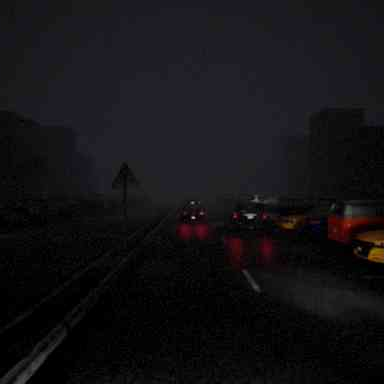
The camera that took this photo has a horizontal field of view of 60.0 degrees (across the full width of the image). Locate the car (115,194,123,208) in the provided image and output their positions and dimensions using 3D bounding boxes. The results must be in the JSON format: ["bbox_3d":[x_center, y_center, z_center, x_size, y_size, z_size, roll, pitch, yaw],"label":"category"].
[{"bbox_3d":[-12.541,1.251,44.865,5.566,2.045,2.435,0,0,0],"label":"car"}]

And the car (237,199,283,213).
[{"bbox_3d":[7.656,1.525,37.808,4.792,1.488,2.163,0,0,0],"label":"car"}]

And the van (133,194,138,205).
[{"bbox_3d":[-12.446,1.349,58.760,4.442,1.987,1.878,0,0,0],"label":"van"}]

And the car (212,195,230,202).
[{"bbox_3d":[7.578,1.659,87.442,4.553,1.767,2.185,0,0,0],"label":"car"}]

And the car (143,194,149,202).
[{"bbox_3d":[-12.529,1.401,69.753,5.566,2.045,2.435,0,0,0],"label":"car"}]

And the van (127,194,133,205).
[{"bbox_3d":[-12.681,1.333,55.983,4.442,1.987,1.878,0,0,0],"label":"van"}]

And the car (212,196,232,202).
[{"bbox_3d":[7.617,1.768,84.679,4.892,1.521,2.231,0,0,0],"label":"car"}]

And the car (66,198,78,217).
[{"bbox_3d":[-12.574,1.494,28.192,4.674,1.452,2.002,0,0,0],"label":"car"}]

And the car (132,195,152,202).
[{"bbox_3d":[-12.583,1.642,83.772,4.553,1.767,2.185,0,0,0],"label":"car"}]

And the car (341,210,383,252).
[{"bbox_3d":[7.642,1.474,10.236,5.008,1.535,2.097,0,0,0],"label":"car"}]

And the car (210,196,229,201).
[{"bbox_3d":[7.613,1.813,92.954,5.008,1.535,2.097,0,0,0],"label":"car"}]

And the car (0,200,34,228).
[{"bbox_3d":[-12.586,1.446,19.855,4.892,1.521,2.231,0,0,0],"label":"car"}]

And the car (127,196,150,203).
[{"bbox_3d":[-12.561,1.722,78.213,4.892,1.521,2.231,0,0,0],"label":"car"}]

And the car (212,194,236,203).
[{"bbox_3d":[7.641,1.474,79.167,5.566,2.045,2.435,0,0,0],"label":"car"}]

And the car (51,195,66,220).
[{"bbox_3d":[-12.546,1.325,25.413,4.553,1.767,2.185,0,0,0],"label":"car"}]

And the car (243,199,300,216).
[{"bbox_3d":[7.634,1.483,32.294,5.008,1.535,2.097,0,0,0],"label":"car"}]

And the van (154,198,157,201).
[{"bbox_3d":[-12.433,1.582,89.209,4.442,1.987,1.878,0,0,0],"label":"van"}]

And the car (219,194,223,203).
[{"bbox_3d":[7.614,1.575,57.107,4.892,1.521,2.231,0,0,0],"label":"car"}]

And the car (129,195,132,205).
[{"bbox_3d":[-12.563,1.582,53.077,4.674,1.452,2.002,0,0,0],"label":"car"}]

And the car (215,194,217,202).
[{"bbox_3d":[7.647,1.517,68.137,4.553,1.767,2.185,0,0,0],"label":"car"}]

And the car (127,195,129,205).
[{"bbox_3d":[-12.537,1.558,50.423,4.792,1.488,2.163,0,0,0],"label":"car"}]

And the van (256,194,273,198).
[{"bbox_3d":[7.747,1.250,26.780,4.442,1.987,1.878,0,0,0],"label":"van"}]

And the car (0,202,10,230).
[{"bbox_3d":[-12.577,1.444,17.078,5.008,1.535,2.097,0,0,0],"label":"car"}]

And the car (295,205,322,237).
[{"bbox_3d":[7.632,1.512,15.751,4.674,1.452,2.002,0,0,0],"label":"car"}]

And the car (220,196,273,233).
[{"bbox_3d":[3.093,1.343,19.724,2.097,1.767,4.553,0,0,0],"label":"car"}]

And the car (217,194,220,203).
[{"bbox_3d":[7.587,1.480,62.622,4.553,1.767,2.185,0,0,0],"label":"car"}]

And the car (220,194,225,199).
[{"bbox_3d":[7.615,1.561,54.351,4.892,1.521,2.231,0,0,0],"label":"car"}]

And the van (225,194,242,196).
[{"bbox_3d":[7.505,1.308,48.714,4.442,1.987,1.878,0,0,0],"label":"van"}]

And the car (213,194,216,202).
[{"bbox_3d":[7.621,1.662,70.893,5.008,1.535,2.097,0,0,0],"label":"car"}]

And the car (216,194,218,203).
[{"bbox_3d":[7.648,1.498,65.380,4.553,1.767,2.185,0,0,0],"label":"car"}]

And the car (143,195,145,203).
[{"bbox_3d":[-12.556,1.672,67.032,4.674,1.452,2.002,0,0,0],"label":"car"}]

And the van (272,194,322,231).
[{"bbox_3d":[7.750,1.245,21.267,4.442,1.987,1.878,0,0,0],"label":"van"}]

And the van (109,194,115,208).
[{"bbox_3d":[-12.453,1.266,42.088,4.442,1.987,1.878,0,0,0],"label":"van"}]

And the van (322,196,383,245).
[{"bbox_3d":[7.752,1.247,12.994,4.442,1.987,1.878,0,0,0],"label":"van"}]

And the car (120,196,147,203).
[{"bbox_3d":[-12.742,1.672,72.655,5.366,1.575,1.946,0,0,0],"label":"car"}]

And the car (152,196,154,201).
[{"bbox_3d":[-12.548,1.743,80.867,5.008,1.535,2.097,0,0,0],"label":"car"}]

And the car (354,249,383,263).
[{"bbox_3d":[3.100,1.491,1.655,2.128,1.511,4.902,0,0,0],"label":"car"}]

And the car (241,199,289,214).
[{"bbox_3d":[7.630,1.529,35.052,4.674,1.452,2.002,0,0,0],"label":"car"}]

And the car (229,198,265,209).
[{"bbox_3d":[7.621,1.563,46.080,4.674,1.452,2.002,0,0,0],"label":"car"}]

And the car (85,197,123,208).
[{"bbox_3d":[-12.561,1.516,47.645,4.892,1.521,2.231,0,0,0],"label":"car"}]

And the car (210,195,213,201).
[{"bbox_3d":[7.428,1.701,76.408,5.366,1.575,1.946,0,0,0],"label":"car"}]

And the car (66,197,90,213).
[{"bbox_3d":[-12.569,1.460,30.971,4.892,1.521,2.231,0,0,0],"label":"car"}]

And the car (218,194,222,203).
[{"bbox_3d":[7.613,1.591,59.865,4.892,1.521,2.231,0,0,0],"label":"car"}]

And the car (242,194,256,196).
[{"bbox_3d":[7.658,1.227,29.538,5.566,2.045,2.435,0,0,0],"label":"car"}]

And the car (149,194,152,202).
[{"bbox_3d":[-12.585,1.447,75.437,5.566,2.045,2.435,0,0,0],"label":"car"}]

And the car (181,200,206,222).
[{"bbox_3d":[0.091,1.596,26.546,1.895,1.301,4.718,0,0,0],"label":"car"}]

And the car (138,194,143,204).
[{"bbox_3d":[-12.590,1.342,61.541,5.566,2.045,2.435,0,0,0],"label":"car"}]

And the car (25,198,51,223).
[{"bbox_3d":[-12.547,1.321,22.633,4.553,1.767,2.185,0,0,0],"label":"car"}]

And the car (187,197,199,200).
[{"bbox_3d":[0.084,1.378,41.784,2.097,1.767,4.553,0,0,0],"label":"car"}]

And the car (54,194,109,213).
[{"bbox_3d":[-12.544,1.222,36.530,5.566,2.045,2.435,0,0,0],"label":"car"}]

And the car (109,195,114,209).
[{"bbox_3d":[-12.386,1.479,39.307,5.366,1.575,1.946,0,0,0],"label":"car"}]
